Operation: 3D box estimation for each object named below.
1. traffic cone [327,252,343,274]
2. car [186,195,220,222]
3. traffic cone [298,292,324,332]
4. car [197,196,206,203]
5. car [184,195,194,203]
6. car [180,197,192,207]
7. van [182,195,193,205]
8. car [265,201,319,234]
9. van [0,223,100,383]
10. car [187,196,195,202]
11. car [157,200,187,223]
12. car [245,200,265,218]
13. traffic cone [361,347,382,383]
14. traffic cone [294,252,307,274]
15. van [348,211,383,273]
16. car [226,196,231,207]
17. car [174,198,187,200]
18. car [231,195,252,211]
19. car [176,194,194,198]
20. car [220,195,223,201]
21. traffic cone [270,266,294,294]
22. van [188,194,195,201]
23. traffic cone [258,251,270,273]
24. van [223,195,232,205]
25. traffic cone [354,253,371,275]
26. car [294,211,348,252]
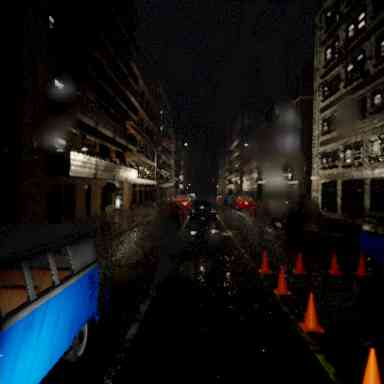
[{"bbox_3d":[4.111,2.036,9.574,0.340,0.580,0.340,1,0,1],"label":"traffic cone"},{"bbox_3d":[0.883,1.395,26.924,2.097,1.767,4.553,1,0,2],"label":"car"},{"bbox_3d":[2.014,1.996,5.625,0.340,0.580,0.340,1,0,1],"label":"traffic cone"},{"bbox_3d":[2.176,1.601,75.970,1.882,1.535,5.008,1,0,1],"label":"car"},{"bbox_3d":[-0.522,1.511,71.021,1.967,1.590,4.097,0,0,1],"label":"car"},{"bbox_3d":[-0.945,1.568,53.902,1.752,1.417,4.829,0,0,1],"label":"car"},{"bbox_3d":[-0.801,1.394,59.722,1.690,1.788,3.998,0,0,1],"label":"van"},{"bbox_3d":[6.098,1.440,19.864,2.192,1.841,5.009,0,0,1],"label":"car"},{"bbox_3d":[-2.194,1.307,3.226,1.690,1.788,3.998,0,0,1],"label":"van"},{"bbox_3d":[-0.244,1.640,82.320,2.008,1.369,4.403,0,0,1],"label":"car"},{"bbox_3d":[-1.637,1.543,25.824,1.887,1.381,4.507,0,0,1],"label":"car"},{"bbox_3d":[6.376,1.725,31.189,1.802,1.307,4.206,0,0,1],"label":"car"},{"bbox_3d":[1.965,1.993,3.626,0.340,0.580,0.340,1,0,1],"label":"traffic cone"},{"bbox_3d":[3.112,2.018,9.599,0.340,0.580,0.340,1,0,1],"label":"traffic cone"},{"bbox_3d":[5.818,1.450,8.539,1.690,1.788,3.998,0,0,1],"label":"van"},{"bbox_3d":[6.935,1.761,53.839,1.802,1.307,4.206,0,0,1],"label":"car"},{"bbox_3d":[-1.498,1.552,31.474,1.887,1.381,4.507,0,0,1],"label":"car"},{"bbox_3d":[6.656,1.476,42.514,2.192,1.841,5.009,0,0,1],"label":"car"},{"bbox_3d":[-1.219,1.340,42.773,2.192,1.841,5.009,0,0,1],"label":"car"},{"bbox_3d":[7.215,1.512,65.165,2.192,1.841,5.009,0,0,1],"label":"car"},{"bbox_3d":[2.063,1.998,7.625,0.340,0.580,0.340,1,0,1],"label":"traffic cone"},{"bbox_3d":[-0.104,1.439,87.970,1.690,1.788,3.998,0,0,1],"label":"van"},{"bbox_3d":[2.113,2.001,9.624,0.340,0.580,0.340,1,0,1],"label":"traffic cone"},{"bbox_3d":[7.075,1.529,59.502,1.690,1.788,3.998,0,0,1],"label":"van"},{"bbox_3d":[4.889,2.047,9.543,0.340,0.580,0.340,0,0,-9],"label":"traffic cone"},{"bbox_3d":[5.957,1.699,14.201,1.802,1.307,4.206,0,0,1],"label":"car"}]
